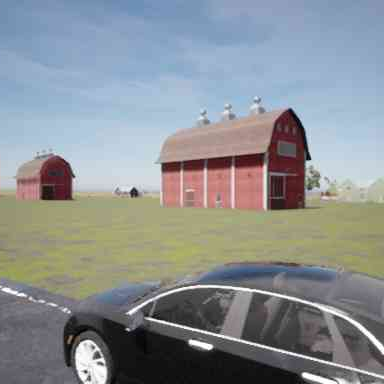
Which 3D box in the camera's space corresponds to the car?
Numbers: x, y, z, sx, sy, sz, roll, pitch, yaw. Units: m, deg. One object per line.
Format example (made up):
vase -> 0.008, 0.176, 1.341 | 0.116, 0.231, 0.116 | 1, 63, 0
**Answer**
car -> 0.607, 1.512, 3.519 | 4.892, 1.490, 1.837 | 0, 0, 35
